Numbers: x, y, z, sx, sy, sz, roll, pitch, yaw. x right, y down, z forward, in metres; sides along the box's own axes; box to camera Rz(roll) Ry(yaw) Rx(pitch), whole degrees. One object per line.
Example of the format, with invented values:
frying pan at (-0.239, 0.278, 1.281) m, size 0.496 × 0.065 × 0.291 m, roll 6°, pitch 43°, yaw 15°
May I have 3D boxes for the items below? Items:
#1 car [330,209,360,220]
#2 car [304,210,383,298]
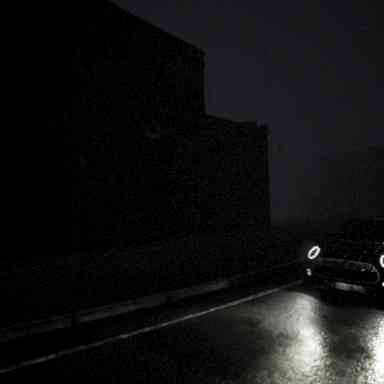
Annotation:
car at (21.620, 3.228, 47.277) m, size 2.033 × 1.411 × 5.357 m, roll -2°, pitch -3°, yaw 3°
car at (4.777, 1.453, 8.743) m, size 2.097 × 1.767 × 4.553 m, roll -1°, pitch -1°, yaw 44°
